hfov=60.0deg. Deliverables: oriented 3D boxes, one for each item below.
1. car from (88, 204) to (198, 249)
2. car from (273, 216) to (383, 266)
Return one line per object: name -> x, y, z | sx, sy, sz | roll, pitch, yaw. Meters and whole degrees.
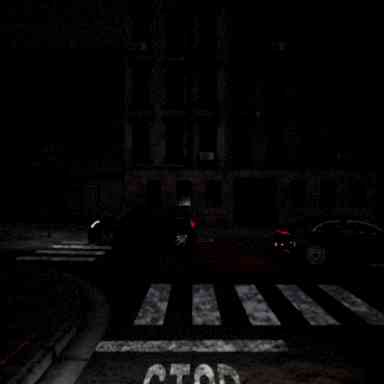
car -> -2.009, 1.331, 14.185 | 4.553, 1.767, 2.097 | 1, 0, 0
car -> 5.248, 1.601, 11.206 | 4.902, 1.511, 2.128 | 1, -1, 0
